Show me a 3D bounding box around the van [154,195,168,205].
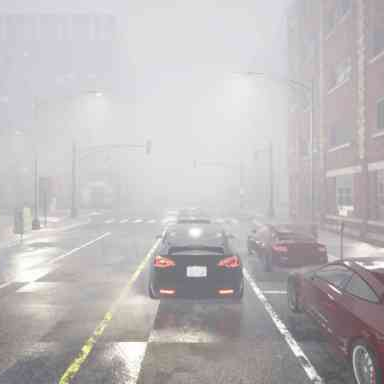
[{"bbox_3d":[-5.785,1.359,59.684,1.690,1.788,3.998,1,0,0],"label":"van"}]

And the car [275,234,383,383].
[{"bbox_3d":[2.659,1.583,4.751,1.802,1.307,4.206,1,0,0],"label":"car"}]

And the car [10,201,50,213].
[{"bbox_3d":[-18.782,1.730,38.750,4.313,1.339,1.947,0,-1,0],"label":"car"}]

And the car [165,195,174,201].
[{"bbox_3d":[-5.840,1.581,87.945,2.008,1.369,4.403,1,0,0],"label":"car"}]

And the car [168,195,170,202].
[{"bbox_3d":[-5.799,1.602,65.336,1.802,1.307,4.206,1,0,0],"label":"car"}]

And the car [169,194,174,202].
[{"bbox_3d":[-5.820,1.607,76.641,1.802,1.307,4.206,1,0,0],"label":"car"}]

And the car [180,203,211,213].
[{"bbox_3d":[0.068,1.552,17.721,2.033,1.411,5.357,0,0,-1],"label":"car"}]

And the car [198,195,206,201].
[{"bbox_3d":[2.540,1.596,87.921,1.947,1.339,4.313,1,0,0],"label":"car"}]

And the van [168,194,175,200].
[{"bbox_3d":[-5.847,1.375,93.598,1.690,1.788,3.998,1,0,0],"label":"van"}]

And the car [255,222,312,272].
[{"bbox_3d":[2.818,1.585,10.407,1.802,1.307,4.206,1,0,0],"label":"car"}]

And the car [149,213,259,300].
[{"bbox_3d":[0.085,1.506,8.449,2.163,1.488,4.792,0,0,0],"label":"car"}]

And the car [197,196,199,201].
[{"bbox_3d":[2.551,1.572,82.270,1.887,1.381,4.507,1,0,0],"label":"car"}]

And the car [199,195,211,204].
[{"bbox_3d":[2.592,1.543,59.830,1.752,1.417,4.829,1,0,0],"label":"car"}]
